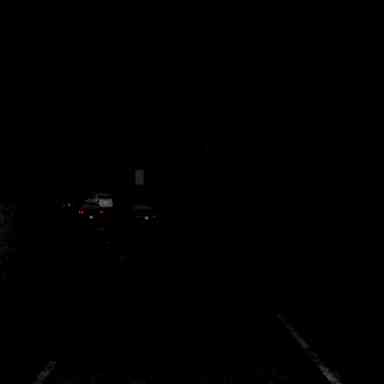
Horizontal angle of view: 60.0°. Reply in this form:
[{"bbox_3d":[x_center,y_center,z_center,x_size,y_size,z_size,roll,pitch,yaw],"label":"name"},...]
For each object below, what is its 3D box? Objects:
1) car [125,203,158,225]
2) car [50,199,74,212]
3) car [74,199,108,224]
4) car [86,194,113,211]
[{"bbox_3d":[-3.738,1.523,24.204,1.812,1.442,4.674,0,0,-19],"label":"car"},{"bbox_3d":[-15.028,1.488,38.813,2.033,1.411,5.357,1,0,-35],"label":"car"},{"bbox_3d":[-7.481,1.505,24.352,1.812,1.442,4.674,0,0,-20],"label":"car"},{"bbox_3d":[-11.067,1.201,39.144,2.150,2.045,5.566,1,0,-33],"label":"car"}]
